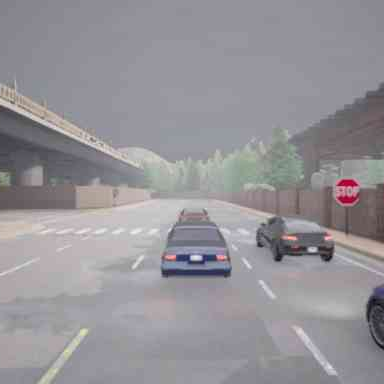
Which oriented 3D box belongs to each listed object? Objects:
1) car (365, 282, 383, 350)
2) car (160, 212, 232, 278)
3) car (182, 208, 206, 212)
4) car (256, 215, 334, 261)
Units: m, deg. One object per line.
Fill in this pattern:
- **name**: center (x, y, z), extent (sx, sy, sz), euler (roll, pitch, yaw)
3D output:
- **car**: center (3.599, 1.536, 3.251), extent (1.812, 1.442, 4.674), euler (0, 0, 0)
- **car**: center (0.097, 1.577, 10.191), extent (2.033, 1.411, 5.357), euler (0, 0, 0)
- **car**: center (0.135, 1.664, 21.738), extent (1.895, 1.301, 4.718), euler (0, 0, 0)
- **car**: center (3.598, 1.561, 12.233), extent (1.812, 1.442, 4.674), euler (0, 0, 0)
